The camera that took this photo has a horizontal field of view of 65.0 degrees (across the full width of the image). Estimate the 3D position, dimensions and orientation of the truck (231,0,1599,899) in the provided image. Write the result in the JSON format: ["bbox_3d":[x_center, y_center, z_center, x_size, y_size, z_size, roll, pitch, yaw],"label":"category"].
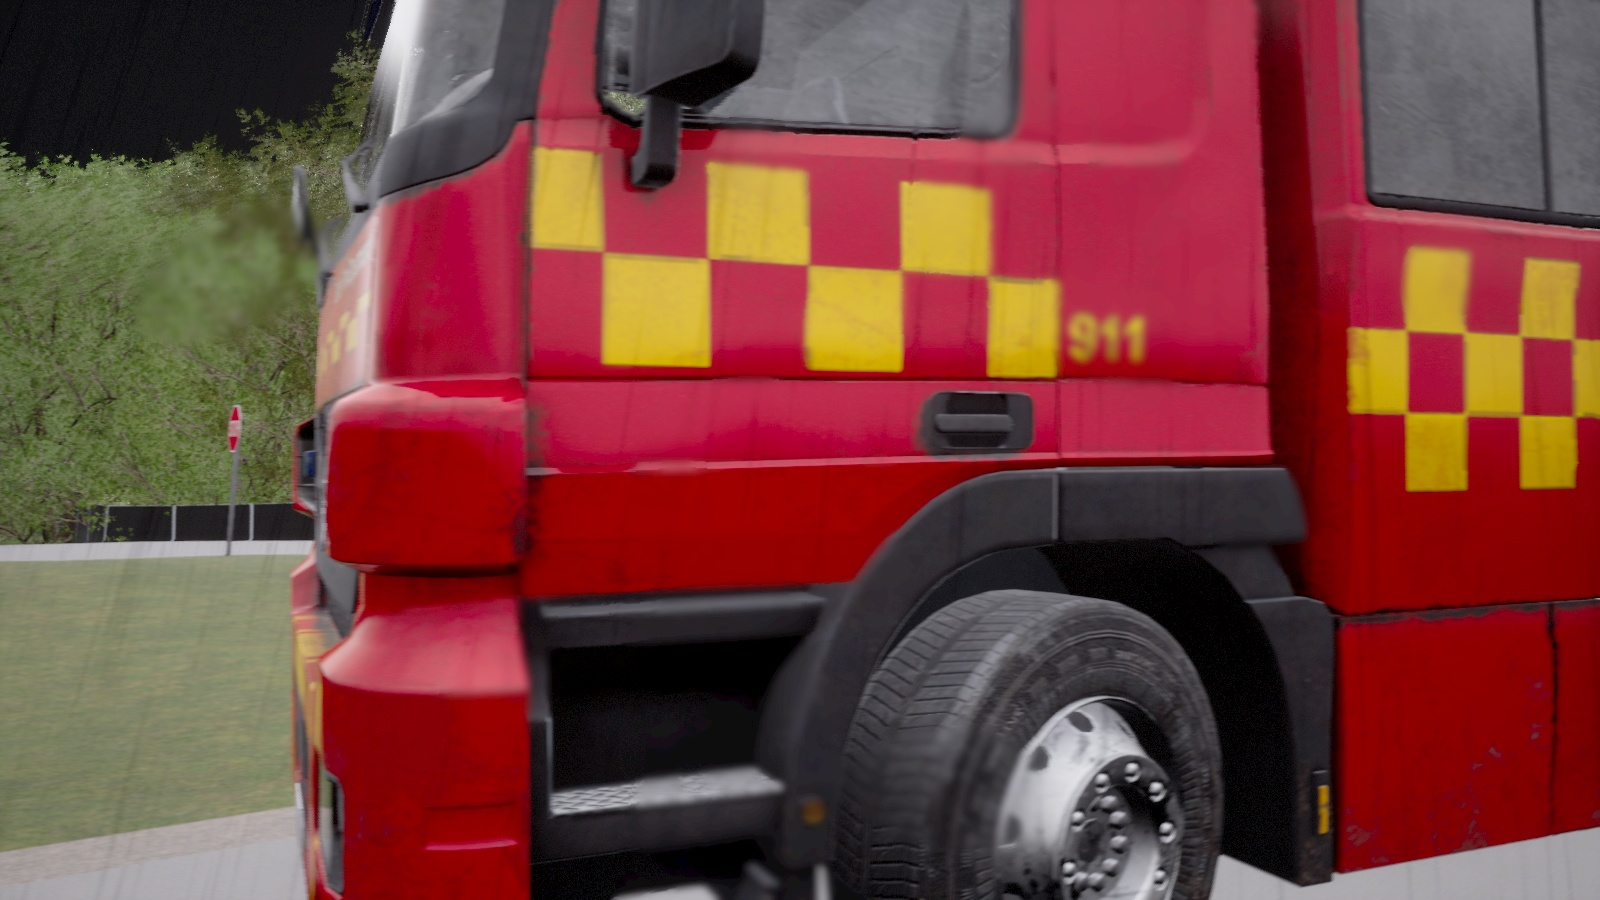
[{"bbox_3d":[2.324,-0.414,5.182,8.468,3.827,2.891,0,0,-24],"label":"truck"}]
